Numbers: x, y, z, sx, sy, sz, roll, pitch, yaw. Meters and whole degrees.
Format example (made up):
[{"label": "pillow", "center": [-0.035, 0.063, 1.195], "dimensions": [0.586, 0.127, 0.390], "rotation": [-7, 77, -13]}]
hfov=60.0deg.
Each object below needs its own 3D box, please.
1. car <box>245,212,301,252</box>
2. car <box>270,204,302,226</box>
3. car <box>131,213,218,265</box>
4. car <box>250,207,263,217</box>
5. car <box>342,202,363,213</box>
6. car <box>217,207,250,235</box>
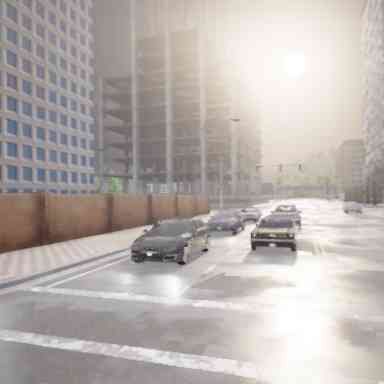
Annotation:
[{"label": "car", "center": [3.902, 1.837, 15.355], "dimensions": [1.895, 1.301, 4.718], "rotation": [-1, -1, 19]}, {"label": "car", "center": [6.774, 1.692, 23.917], "dimensions": [2.097, 1.767, 4.553], "rotation": [-1, -1, 19]}, {"label": "car", "center": [-0.598, 1.765, 12.937], "dimensions": [1.837, 1.490, 4.892], "rotation": [-1, -1, 19]}, {"label": "car", "center": [5.250, 2.071, 30.319], "dimensions": [1.895, 1.301, 4.718], "rotation": [-1, -1, 19]}, {"label": "car", "center": [20.751, 1.990, 43.162], "dimensions": [1.812, 1.442, 4.674], "rotation": [-1, -1, 19]}, {"label": "car", "center": [2.333, 1.891, 21.691], "dimensions": [1.812, 1.442, 4.674], "rotation": [-1, -1, 18]}]
